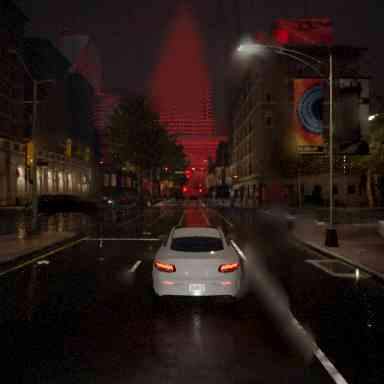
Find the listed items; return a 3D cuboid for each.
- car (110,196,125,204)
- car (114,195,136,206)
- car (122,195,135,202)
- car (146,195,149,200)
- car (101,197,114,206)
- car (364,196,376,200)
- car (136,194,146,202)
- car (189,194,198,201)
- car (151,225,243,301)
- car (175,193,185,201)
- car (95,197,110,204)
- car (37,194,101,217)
[{"bbox_3d":[-14.725,1.505,66.385,1.837,1.490,4.892,0,0,1],"label":"car"},{"bbox_3d":[-11.336,1.478,56.782,1.882,1.535,5.008,0,0,0],"label":"car"},{"bbox_3d":[-14.663,1.478,76.799,1.882,1.535,5.008,0,0,0],"label":"car"},{"bbox_3d":[-11.163,1.355,76.815,2.097,1.767,4.553,0,0,0],"label":"car"},{"bbox_3d":[-14.834,1.547,56.846,2.033,1.411,5.357,0,0,0],"label":"car"},{"bbox_3d":[34.744,1.481,68.090,2.231,1.521,4.892,0,0,0],"label":"car"},{"bbox_3d":[-11.227,1.547,66.595,2.033,1.411,5.357,0,0,1],"label":"car"},{"bbox_3d":[0.380,1.493,86.462,1.837,1.490,4.892,0,0,0],"label":"car"},{"bbox_3d":[0.112,1.526,8.182,1.812,1.442,4.674,0,0,1],"label":"car"},{"bbox_3d":[-3.119,1.218,86.508,2.150,2.045,5.566,0,0,0],"label":"car"},{"bbox_3d":[-17.956,1.595,66.929,1.895,1.301,4.718,0,0,0],"label":"car"},{"bbox_3d":[-11.644,1.221,31.161,5.566,2.045,2.150,0,1,-17],"label":"car"}]
